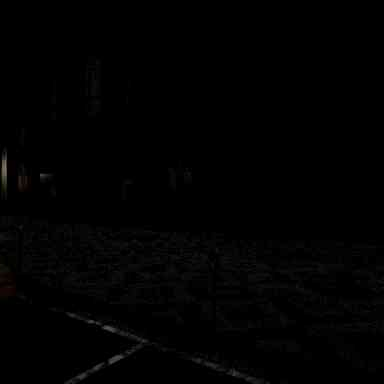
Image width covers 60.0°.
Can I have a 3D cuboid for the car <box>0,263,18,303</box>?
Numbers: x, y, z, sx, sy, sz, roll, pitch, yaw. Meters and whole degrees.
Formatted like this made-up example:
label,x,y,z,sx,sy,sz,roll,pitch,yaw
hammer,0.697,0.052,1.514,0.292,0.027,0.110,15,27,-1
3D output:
label,x,y,z,sx,sy,sz,roll,pitch,yaw
car,-5.461,1.525,6.877,4.829,1.417,1.752,0,0,36
